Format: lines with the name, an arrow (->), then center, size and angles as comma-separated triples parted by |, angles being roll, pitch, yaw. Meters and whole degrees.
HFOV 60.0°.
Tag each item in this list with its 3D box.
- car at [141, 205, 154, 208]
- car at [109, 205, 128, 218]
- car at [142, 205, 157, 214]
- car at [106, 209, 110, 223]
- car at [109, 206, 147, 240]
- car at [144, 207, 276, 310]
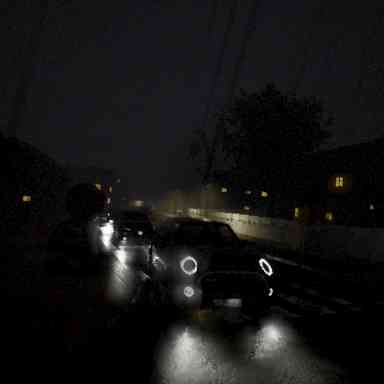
car -> -6.960, 2.745, 48.986 | 1.994, 1.385, 4.181 | 4, -2, -5
car -> -9.001, 2.365, 41.124 | 1.895, 1.301, 4.718 | 4, -2, -8
car -> -7.475, 3.011, 58.989 | 1.994, 1.385, 4.181 | 4, -2, 0
car -> -6.854, 2.104, 30.440 | 1.895, 1.301, 4.718 | 5, -2, -13
car -> -3.289, 1.781, 18.539 | 1.837, 1.490, 4.892 | 5, -2, -19
car -> 0.224, 1.464, 8.205 | 2.097, 1.767, 4.553 | 5, -2, -15
